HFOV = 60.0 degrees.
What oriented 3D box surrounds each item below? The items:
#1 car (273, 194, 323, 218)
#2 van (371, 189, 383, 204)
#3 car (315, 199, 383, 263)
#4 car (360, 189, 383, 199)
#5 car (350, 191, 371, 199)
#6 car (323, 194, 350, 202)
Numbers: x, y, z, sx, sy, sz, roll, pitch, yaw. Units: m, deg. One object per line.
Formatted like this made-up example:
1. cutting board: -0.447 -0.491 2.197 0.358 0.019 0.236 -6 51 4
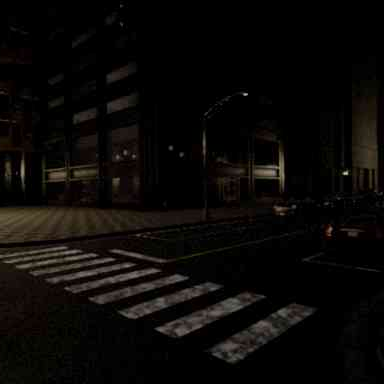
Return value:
1. car: 7.739 1.006 24.819 1.967 1.590 4.097 0 1 45
2. van: 23.491 0.495 40.788 1.690 1.788 3.998 0 1 45
3. car: 5.945 1.192 10.860 1.967 1.590 4.097 0 1 45
4. car: 19.553 0.571 36.796 2.192 1.841 5.009 0 1 45
5. car: 15.618 0.910 32.806 2.008 1.369 4.403 0 1 45
6. car: 11.678 0.902 28.812 1.967 1.590 4.097 0 1 45
